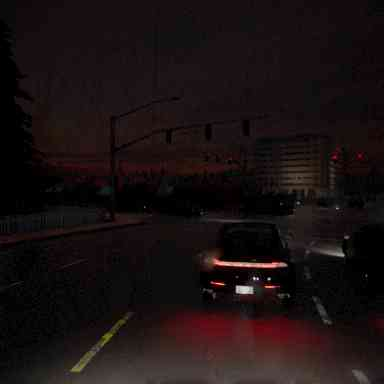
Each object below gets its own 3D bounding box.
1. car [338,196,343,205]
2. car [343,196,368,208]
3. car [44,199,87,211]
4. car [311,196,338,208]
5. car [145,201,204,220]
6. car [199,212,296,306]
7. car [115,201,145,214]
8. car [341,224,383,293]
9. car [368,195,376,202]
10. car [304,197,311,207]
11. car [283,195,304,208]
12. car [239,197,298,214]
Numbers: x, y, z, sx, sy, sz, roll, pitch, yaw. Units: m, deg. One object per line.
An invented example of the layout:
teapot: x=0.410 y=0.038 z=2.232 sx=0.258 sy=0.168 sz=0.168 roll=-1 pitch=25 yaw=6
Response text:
car: x=24.626 y=1.492 z=56.709 sx=2.128 sy=1.511 sz=4.902 roll=0 pitch=0 yaw=32
car: x=24.118 y=1.491 z=48.884 sx=2.128 sy=1.511 sz=4.902 roll=0 pitch=0 yaw=32
car: x=-13.605 y=1.547 z=36.704 sx=4.902 sy=1.511 sz=2.128 roll=0 pitch=0 yaw=32
car: x=19.176 y=1.547 z=47.886 sx=2.033 sy=1.411 sz=5.357 roll=0 pitch=0 yaw=32
car: x=-1.280 y=1.540 z=29.015 sx=4.902 sy=1.511 sz=2.128 roll=-1 pitch=0 yaw=32
car: x=1.426 y=1.492 z=8.164 sx=2.128 sy=1.511 sz=4.902 roll=0 pitch=0 yaw=12
car: x=-6.344 y=1.656 z=36.299 sx=4.718 sy=1.301 sz=1.895 roll=0 pitch=0 yaw=32
car: x=5.178 y=1.547 z=8.537 sx=2.033 sy=1.411 sz=5.357 roll=0 pitch=0 yaw=16
car: x=42.651 y=1.525 z=79.273 sx=2.128 sy=1.511 sz=4.902 roll=0 pitch=0 yaw=32
car: x=18.156 y=1.526 z=52.891 sx=1.812 sy=1.442 sz=4.674 roll=0 pitch=0 yaw=32
car: x=13.404 y=1.505 z=45.191 sx=1.837 sy=1.490 sz=4.892 roll=0 pitch=0 yaw=32
car: x=6.962 y=1.519 z=31.519 sx=5.008 sy=1.535 sz=1.882 roll=0 pitch=1 yaw=0
